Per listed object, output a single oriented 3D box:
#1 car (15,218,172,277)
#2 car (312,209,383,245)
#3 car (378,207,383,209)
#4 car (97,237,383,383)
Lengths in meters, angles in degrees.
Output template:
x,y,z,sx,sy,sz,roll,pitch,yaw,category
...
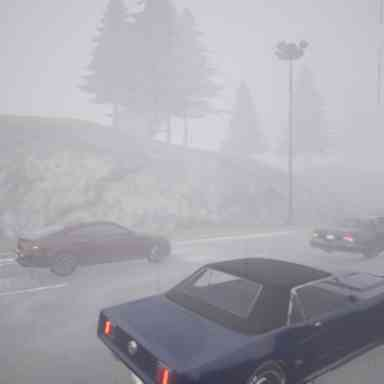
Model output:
x,y,z,sx,sy,sz,roll,pitch,yaw,category
-2.851,1.548,10.315,4.674,1.442,1.812,0,0,-35,car
6.801,1.610,12.902,5.357,1.411,2.033,0,0,-36,car
13.051,1.675,21.764,4.181,1.385,1.994,0,0,-36,car
1.275,1.619,4.657,4.718,1.301,1.895,0,0,-35,car
